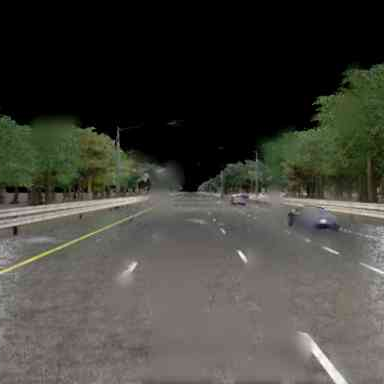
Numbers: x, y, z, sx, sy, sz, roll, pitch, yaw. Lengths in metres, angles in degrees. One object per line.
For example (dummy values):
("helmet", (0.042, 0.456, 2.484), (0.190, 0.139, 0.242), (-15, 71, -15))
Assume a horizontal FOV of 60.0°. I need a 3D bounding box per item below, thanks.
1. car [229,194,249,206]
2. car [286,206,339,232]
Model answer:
("car", (6.982, 1.402, 51.791), (2.033, 1.411, 5.357), (0, 0, 0))
("car", (6.994, 1.513, 19.707), (1.994, 1.385, 4.181), (0, 0, 0))
